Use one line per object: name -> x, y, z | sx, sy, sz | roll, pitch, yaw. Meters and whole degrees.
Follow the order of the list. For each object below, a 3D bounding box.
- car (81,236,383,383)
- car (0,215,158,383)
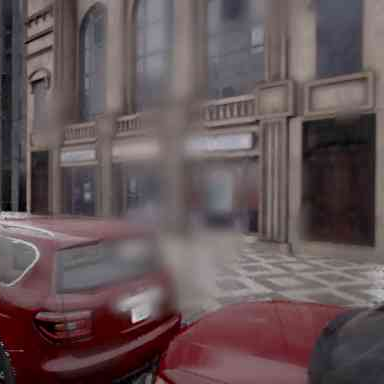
car -> 1.984, 1.324, 1.550 | 5.009, 1.841, 2.192 | 1, 0, 35
car -> -2.446, 1.262, 4.709 | 5.009, 1.841, 2.192 | 1, 0, 35
